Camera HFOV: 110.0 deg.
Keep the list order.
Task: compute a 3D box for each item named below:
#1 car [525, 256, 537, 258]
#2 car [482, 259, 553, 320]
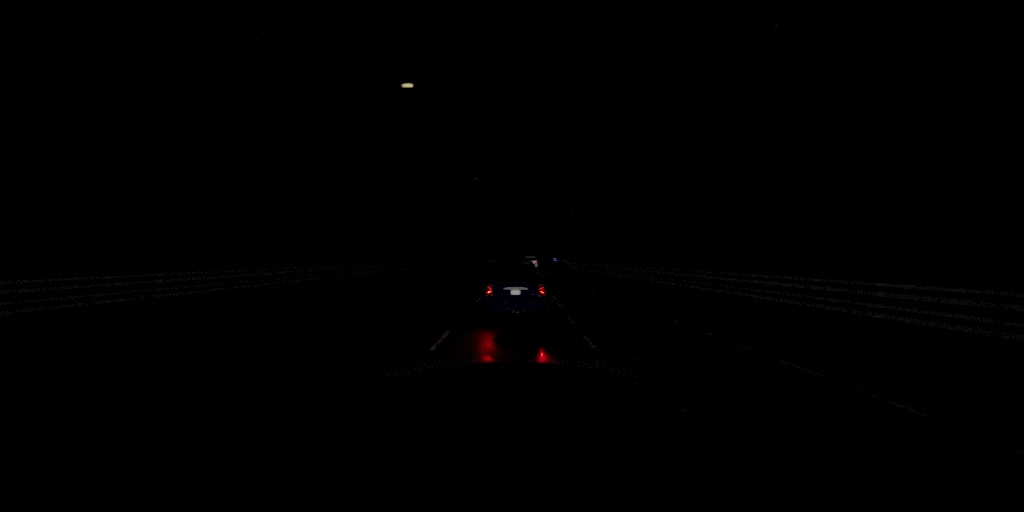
[{"bbox_3d":[2.784,1.079,51.983,2.150,2.045,5.566,0,0,6],"label":"car"},{"bbox_3d":[0.162,1.107,12.783,2.097,1.767,4.553,0,0,1],"label":"car"}]
